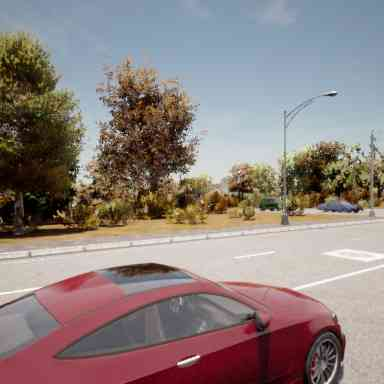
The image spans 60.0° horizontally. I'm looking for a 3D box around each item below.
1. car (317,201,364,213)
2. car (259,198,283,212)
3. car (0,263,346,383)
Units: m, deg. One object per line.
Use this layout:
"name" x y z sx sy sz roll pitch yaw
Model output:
"car" 18.038 1.815 40.678 2.033 1.411 5.357 0 -2 -32
"car" 12.451 1.880 49.609 2.150 2.045 5.566 0 -3 -32
"car" -0.304 1.526 3.528 4.674 1.442 1.812 0 0 -35
